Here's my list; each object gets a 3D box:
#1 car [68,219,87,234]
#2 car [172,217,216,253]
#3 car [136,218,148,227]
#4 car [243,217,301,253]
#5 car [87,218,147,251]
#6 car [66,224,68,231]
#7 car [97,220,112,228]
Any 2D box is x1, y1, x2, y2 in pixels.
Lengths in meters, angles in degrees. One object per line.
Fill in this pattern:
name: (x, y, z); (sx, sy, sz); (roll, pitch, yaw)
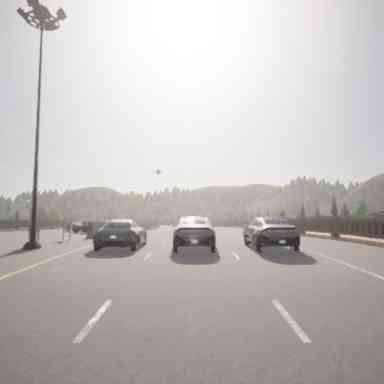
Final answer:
car: (-10.583, 3.555, 33.905); (1.895, 1.301, 4.718); (0, -5, 0)
car: (0.103, 1.919, 15.718); (2.128, 1.511, 4.902); (0, -3, 0)
car: (-11.171, 6.817, 74.546); (2.150, 2.045, 5.566); (0, -5, -5)
car: (3.603, 1.917, 15.686); (2.128, 1.511, 4.902); (0, -3, 0)
car: (-3.396, 2.029, 16.352); (1.994, 1.385, 4.181); (0, -4, 0)
car: (-14.065, 4.127, 41.477); (2.128, 1.511, 4.902); (0, -5, 0)
car: (-17.579, 6.393, 66.975); (1.882, 1.535, 5.008); (0, -5, -2)
